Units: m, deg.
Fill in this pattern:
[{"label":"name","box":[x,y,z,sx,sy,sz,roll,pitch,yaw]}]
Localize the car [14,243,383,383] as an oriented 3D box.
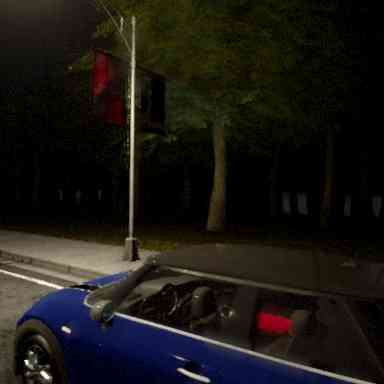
[{"label":"car","box":[0.141,1.346,3.457,4.553,1.767,2.097,0,0,35]}]
